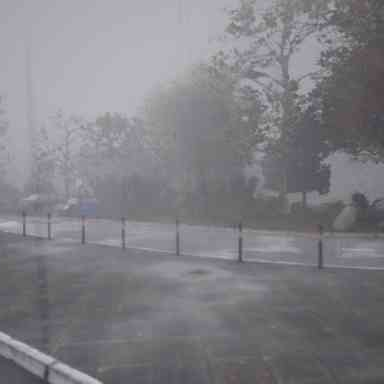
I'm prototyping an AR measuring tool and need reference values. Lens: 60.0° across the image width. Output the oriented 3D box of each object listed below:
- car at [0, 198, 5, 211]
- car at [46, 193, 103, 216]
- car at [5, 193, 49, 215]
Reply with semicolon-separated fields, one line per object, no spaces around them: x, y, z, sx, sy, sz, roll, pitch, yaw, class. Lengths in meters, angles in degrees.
-17.118;1.396;34.777;2.231;1.521;4.892;0;0;35;car
-10.173;1.263;29.912;2.185;1.767;4.553;1;1;34;car
-14.914;1.145;33.218;2.435;2.045;5.566;0;0;35;car
